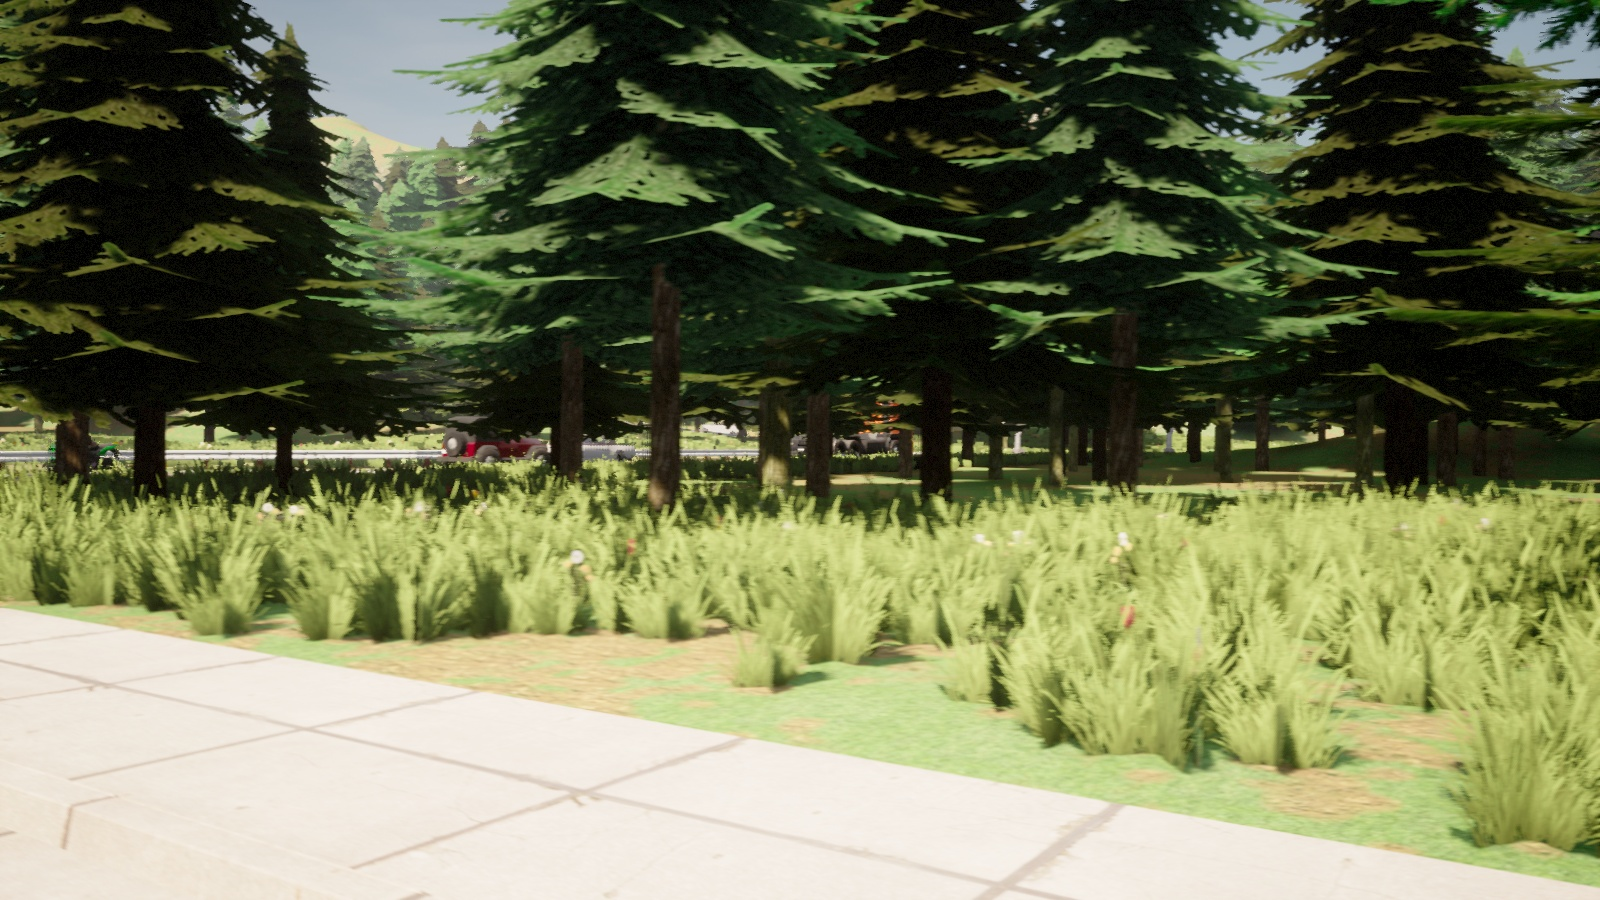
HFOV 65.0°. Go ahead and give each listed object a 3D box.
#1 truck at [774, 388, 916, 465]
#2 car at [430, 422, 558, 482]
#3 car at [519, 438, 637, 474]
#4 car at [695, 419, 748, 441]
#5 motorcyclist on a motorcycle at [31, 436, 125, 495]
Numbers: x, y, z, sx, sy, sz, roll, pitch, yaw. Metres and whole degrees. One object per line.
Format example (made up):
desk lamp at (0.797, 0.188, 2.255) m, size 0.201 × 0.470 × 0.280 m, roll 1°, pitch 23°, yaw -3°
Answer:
truck at (2.294, -1.116, 60.004) m, size 2.891 × 3.462 × 7.936 m, roll 0°, pitch 1°, yaw 35°
car at (-10.091, 0.023, 41.680) m, size 1.905 × 1.878 × 3.866 m, roll 0°, pitch 1°, yaw 33°
car at (-8.774, 0.201, 50.054) m, size 1.895 × 1.301 × 4.718 m, roll 0°, pitch 1°, yaw 34°
car at (-6.149, -1.534, 98.202) m, size 3.633 × 1.501 × 1.845 m, roll 4°, pitch 2°, yaw 25°
motorcyclist on a motorcycle at (-19.353, 0.402, 33.710) m, size 0.797 × 1.523 × 2.044 m, roll 0°, pitch 1°, yaw 33°
